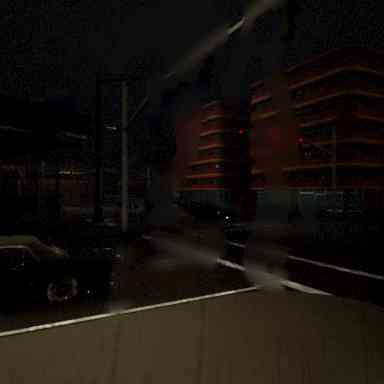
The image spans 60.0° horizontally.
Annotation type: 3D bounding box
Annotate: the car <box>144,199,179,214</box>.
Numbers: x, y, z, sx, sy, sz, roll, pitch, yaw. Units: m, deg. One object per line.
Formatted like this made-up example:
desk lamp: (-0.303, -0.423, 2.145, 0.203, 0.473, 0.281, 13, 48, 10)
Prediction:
car: (-3.591, 1.525, 35.435, 1.812, 1.442, 4.674, 0, 0, -30)

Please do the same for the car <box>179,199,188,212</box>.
car: (-1.077, 1.546, 38.461, 2.033, 1.411, 5.357, 0, 0, -31)

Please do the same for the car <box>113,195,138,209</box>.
car: (-8.735, 1.504, 44.152, 1.837, 1.490, 4.892, 0, 0, -31)

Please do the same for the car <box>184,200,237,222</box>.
car: (1.513, 1.600, 26.797, 1.895, 1.301, 4.718, 0, 0, -31)

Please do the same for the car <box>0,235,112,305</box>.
car: (-4.175, 1.601, 6.676, 4.718, 1.301, 1.895, 0, 0, -30)
